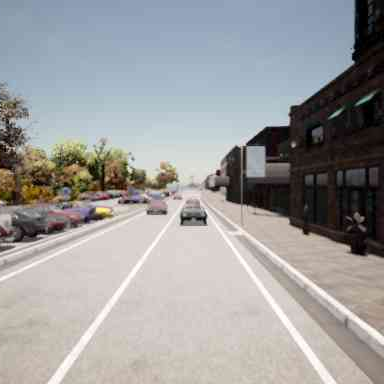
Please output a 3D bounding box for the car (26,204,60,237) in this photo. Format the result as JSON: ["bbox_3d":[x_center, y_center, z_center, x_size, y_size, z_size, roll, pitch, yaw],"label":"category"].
[{"bbox_3d":[-9.328,1.501,15.840,4.892,1.521,2.231,0,0,0],"label":"car"}]

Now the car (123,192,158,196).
[{"bbox_3d":[-9.514,1.216,61.429,5.366,1.575,1.946,0,0,0],"label":"car"}]

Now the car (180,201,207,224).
[{"bbox_3d":[0.108,1.552,24.481,1.895,1.301,4.718,0,0,0],"label":"car"}]

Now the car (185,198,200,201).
[{"bbox_3d":[0.112,1.472,41.508,1.994,1.385,4.181,0,0,0],"label":"car"}]

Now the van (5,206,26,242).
[{"bbox_3d":[-9.229,1.278,12.932,4.442,1.987,1.878,0,0,0],"label":"van"}]

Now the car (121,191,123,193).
[{"bbox_3d":[-21.686,0.828,89.600,4.553,1.767,2.185,0,1,0],"label":"car"}]

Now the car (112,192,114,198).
[{"bbox_3d":[-21.789,1.158,78.300,5.008,1.535,2.097,0,0,0],"label":"car"}]

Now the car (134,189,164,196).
[{"bbox_3d":[-9.246,0.939,69.904,5.566,2.045,2.435,0,0,0],"label":"car"}]

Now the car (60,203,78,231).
[{"bbox_3d":[-9.295,1.525,18.624,4.792,1.488,2.163,0,0,0],"label":"car"}]

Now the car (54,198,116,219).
[{"bbox_3d":[-9.107,1.480,26.973,5.366,1.575,1.946,0,0,0],"label":"car"}]

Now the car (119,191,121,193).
[{"bbox_3d":[-21.767,1.040,86.907,4.792,1.488,2.163,0,1,0],"label":"car"}]

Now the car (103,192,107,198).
[{"bbox_3d":[-21.803,1.210,72.641,4.792,1.488,2.163,0,0,0],"label":"car"}]

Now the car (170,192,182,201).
[{"bbox_3d":[-3.171,1.217,74.644,1.994,1.385,4.181,0,1,0],"label":"car"}]

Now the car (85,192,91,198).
[{"bbox_3d":[-21.903,1.219,61.347,5.008,1.535,2.097,0,0,0],"label":"car"}]

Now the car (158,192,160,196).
[{"bbox_3d":[-9.305,1.209,64.254,5.008,1.535,2.097,0,0,0],"label":"car"}]

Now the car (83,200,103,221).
[{"bbox_3d":[-9.332,1.516,24.190,4.792,1.488,2.163,0,0,0],"label":"car"}]

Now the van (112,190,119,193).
[{"bbox_3d":[-21.636,0.844,84.075,4.442,1.987,1.878,0,1,0],"label":"van"}]

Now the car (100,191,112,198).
[{"bbox_3d":[-21.786,0.920,75.464,5.566,2.045,2.435,0,0,0],"label":"car"}]

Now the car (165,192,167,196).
[{"bbox_3d":[-9.203,1.163,81.220,4.674,1.452,2.002,0,1,0],"label":"car"}]

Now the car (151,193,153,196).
[{"bbox_3d":[-9.368,1.278,55.776,4.674,1.452,2.002,0,0,0],"label":"car"}]

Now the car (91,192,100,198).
[{"bbox_3d":[-21.876,1.201,67.119,4.892,1.521,2.231,0,0,0],"label":"car"}]

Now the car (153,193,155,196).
[{"bbox_3d":[-9.350,1.269,58.602,4.674,1.452,2.002,0,0,0],"label":"car"}]

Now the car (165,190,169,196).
[{"bbox_3d":[-9.158,1.009,86.878,5.008,1.535,2.097,0,1,0],"label":"car"}]

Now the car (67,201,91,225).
[{"bbox_3d":[-9.316,1.531,21.407,4.674,1.452,2.002,0,0,0],"label":"car"}]

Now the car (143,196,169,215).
[{"bbox_3d":[-3.336,1.459,32.533,1.812,1.442,4.674,0,0,0],"label":"car"}]

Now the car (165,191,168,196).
[{"bbox_3d":[-9.179,1.109,84.054,4.674,1.452,2.002,0,1,0],"label":"car"}]

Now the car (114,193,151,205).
[{"bbox_3d":[-9.413,1.278,52.950,4.792,1.488,2.163,0,0,0],"label":"car"}]

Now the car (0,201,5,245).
[{"bbox_3d":[-9.328,1.257,10.274,5.566,2.045,2.435,0,0,0],"label":"car"}]

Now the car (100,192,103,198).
[{"bbox_3d":[-21.822,1.220,69.818,4.792,1.488,2.163,0,0,0],"label":"car"}]

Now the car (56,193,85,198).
[{"bbox_3d":[-21.895,1.103,58.647,4.553,1.767,2.185,0,0,0],"label":"car"}]

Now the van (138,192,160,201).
[{"bbox_3d":[-9.372,0.955,72.730,4.442,1.987,1.878,0,0,0],"label":"van"}]
